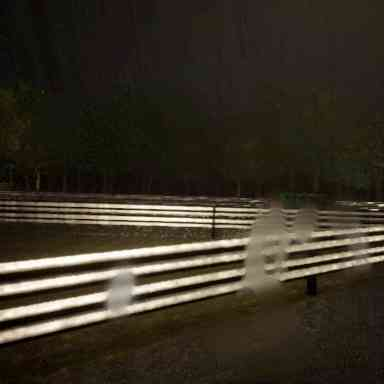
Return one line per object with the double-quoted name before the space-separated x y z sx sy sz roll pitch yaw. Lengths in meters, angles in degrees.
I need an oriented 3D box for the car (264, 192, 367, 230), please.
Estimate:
"car" 7.009 1.078 19.232 5.566 2.045 2.150 2 0 0
